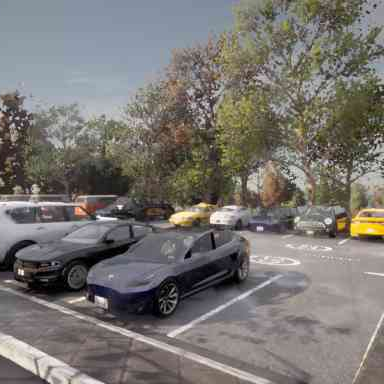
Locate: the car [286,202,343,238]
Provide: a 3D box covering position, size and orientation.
[{"bbox_3d":[7.345,1.465,18.790,2.185,1.767,4.553,0,0,36],"label":"car"}]

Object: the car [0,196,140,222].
[{"bbox_3d":[-4.732,1.329,11.389,2.435,2.045,5.566,0,0,36],"label":"car"}]

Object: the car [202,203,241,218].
[{"bbox_3d":[2.941,1.613,21.943,2.002,1.452,4.674,0,0,36],"label":"car"}]

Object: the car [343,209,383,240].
[{"bbox_3d":[9.566,1.600,17.133,2.097,1.535,5.008,0,0,36],"label":"car"}]

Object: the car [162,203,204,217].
[{"bbox_3d":[0.591,1.560,23.422,1.946,1.575,5.366,0,0,36],"label":"car"}]

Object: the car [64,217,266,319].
[{"bbox_3d":[-0.273,1.629,8.082,2.163,1.488,4.792,0,0,36],"label":"car"}]

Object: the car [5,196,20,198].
[{"bbox_3d":[-17.225,1.548,36.586,2.097,1.535,5.008,0,0,36],"label":"car"}]

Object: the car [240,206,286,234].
[{"bbox_3d":[5.167,1.611,20.295,2.163,1.488,4.792,0,0,36],"label":"car"}]

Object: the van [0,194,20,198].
[{"bbox_3d":[-19.402,1.337,38.303,1.878,1.987,4.442,0,0,36],"label":"van"}]

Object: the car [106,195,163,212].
[{"bbox_3d":[-3.766,1.293,26.848,2.435,2.045,5.566,0,0,36],"label":"car"}]

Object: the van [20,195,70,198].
[{"bbox_3d":[-15.038,1.310,34.858,1.878,1.987,4.442,0,0,36],"label":"van"}]

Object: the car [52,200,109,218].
[{"bbox_3d":[-10.593,1.554,31.802,2.163,1.488,4.792,0,0,36],"label":"car"}]

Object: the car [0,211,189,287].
[{"bbox_3d":[-2.499,1.590,9.740,2.097,1.535,5.008,0,0,36],"label":"car"}]

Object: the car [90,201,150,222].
[{"bbox_3d":[-6.041,1.565,28.429,2.163,1.488,4.792,0,0,36],"label":"car"}]

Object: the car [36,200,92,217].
[{"bbox_3d":[-12.729,1.557,33.353,2.163,1.488,4.792,0,0,36],"label":"car"}]
